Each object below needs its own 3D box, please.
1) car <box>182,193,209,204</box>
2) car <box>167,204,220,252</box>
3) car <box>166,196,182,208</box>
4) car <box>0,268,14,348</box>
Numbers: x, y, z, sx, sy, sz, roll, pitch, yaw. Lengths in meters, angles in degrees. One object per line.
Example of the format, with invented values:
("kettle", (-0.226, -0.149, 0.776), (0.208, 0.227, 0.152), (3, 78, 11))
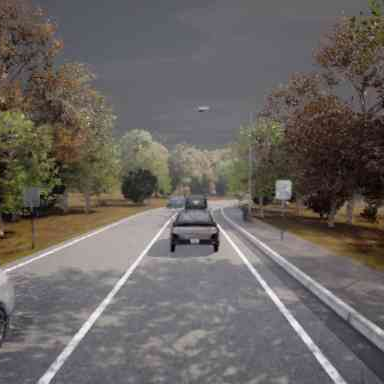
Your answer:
("car", (0.494, 1.177, 33.427), (2.150, 2.045, 5.566), (2, -1, 2))
("car", (0.096, 1.476, 13.894), (2.128, 1.511, 4.902), (0, 0, 0))
("car", (-2.071, 1.285, 44.863), (2.097, 1.767, 4.553), (1, 0, 8))
("car", (-3.601, 1.523, 3.279), (1.812, 1.442, 4.674), (0, 0, 0))
